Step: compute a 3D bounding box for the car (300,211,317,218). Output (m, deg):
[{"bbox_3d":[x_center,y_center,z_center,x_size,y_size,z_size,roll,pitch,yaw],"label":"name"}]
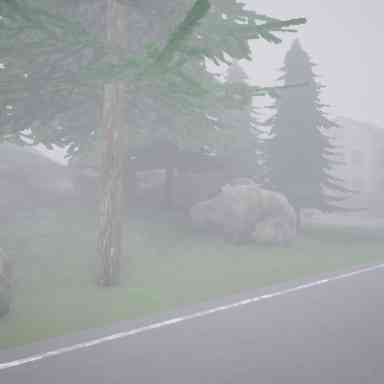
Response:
[{"bbox_3d":[8.110,1.207,29.222,2.150,2.045,5.566,0,0,-35],"label":"car"}]
